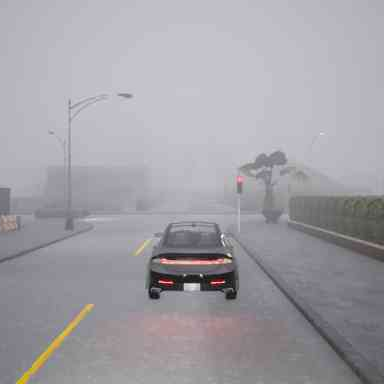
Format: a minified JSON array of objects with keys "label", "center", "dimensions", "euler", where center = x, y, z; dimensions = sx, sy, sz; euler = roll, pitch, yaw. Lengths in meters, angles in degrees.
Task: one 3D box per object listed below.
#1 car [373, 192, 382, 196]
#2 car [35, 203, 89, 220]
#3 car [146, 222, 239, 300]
[{"label":"car","center":[38.029,0.973,67.799],"dimensions":[1.905,1.878,3.866],"euler":[0,0,0]},{"label":"car","center":[-10.663,1.564,27.408],"dimensions":[4.181,1.385,1.994],"euler":[0,0,5]},{"label":"car","center":[0.039,1.492,8.395],"dimensions":[2.128,1.511,4.902],"euler":[0,0,1]}]
